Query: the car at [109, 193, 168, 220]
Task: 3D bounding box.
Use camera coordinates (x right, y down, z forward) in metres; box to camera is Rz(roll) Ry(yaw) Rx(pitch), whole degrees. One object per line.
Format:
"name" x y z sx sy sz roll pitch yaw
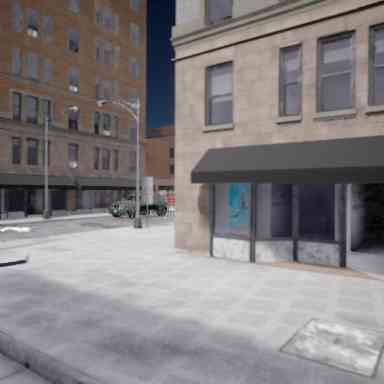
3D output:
"car" -4.329 1.128 27.987 2.150 2.045 5.566 1 1 35
